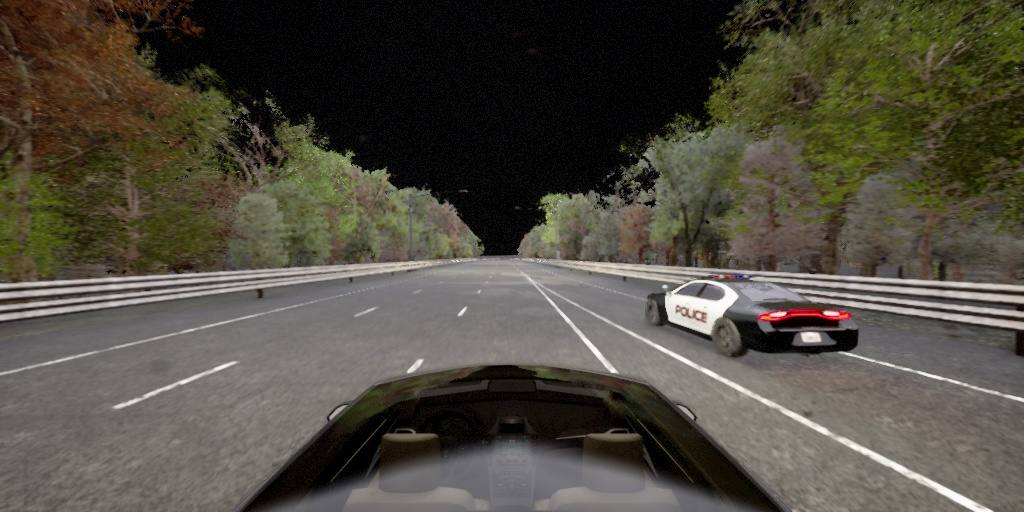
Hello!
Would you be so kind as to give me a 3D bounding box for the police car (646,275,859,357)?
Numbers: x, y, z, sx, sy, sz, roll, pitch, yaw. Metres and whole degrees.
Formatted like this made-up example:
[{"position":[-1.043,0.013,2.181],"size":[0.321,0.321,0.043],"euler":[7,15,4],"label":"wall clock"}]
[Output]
[{"position":[4.994,1.234,8.635],"size":[2.038,1.542,4.974],"euler":[0,0,-5],"label":"police car"}]
